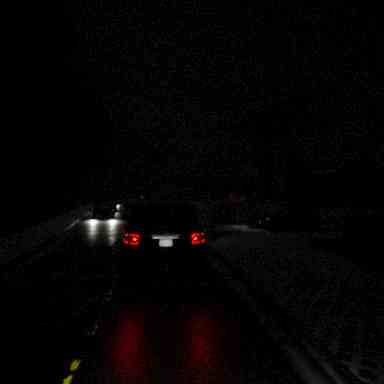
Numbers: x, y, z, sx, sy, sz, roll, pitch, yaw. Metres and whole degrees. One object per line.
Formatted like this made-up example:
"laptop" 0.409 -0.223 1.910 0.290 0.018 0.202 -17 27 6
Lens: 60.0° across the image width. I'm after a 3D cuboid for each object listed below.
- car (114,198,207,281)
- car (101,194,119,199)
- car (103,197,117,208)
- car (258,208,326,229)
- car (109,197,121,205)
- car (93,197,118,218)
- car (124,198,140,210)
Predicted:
"car" -0.959 1.268 10.220 2.150 2.045 5.566 0 0 -8
"car" -10.197 1.258 40.539 2.150 2.045 5.566 0 0 -12
"car" -12.406 1.562 50.734 1.837 1.490 4.892 0 0 -11
"car" 6.964 1.830 23.213 4.674 1.442 1.812 1 -3 -10
"car" -15.079 1.739 65.171 1.895 1.301 4.718 0 0 -7
"car" -7.940 1.514 30.373 1.882 1.535 5.008 0 0 -13
"car" -7.988 1.541 44.058 1.882 1.535 5.008 1 0 -12
